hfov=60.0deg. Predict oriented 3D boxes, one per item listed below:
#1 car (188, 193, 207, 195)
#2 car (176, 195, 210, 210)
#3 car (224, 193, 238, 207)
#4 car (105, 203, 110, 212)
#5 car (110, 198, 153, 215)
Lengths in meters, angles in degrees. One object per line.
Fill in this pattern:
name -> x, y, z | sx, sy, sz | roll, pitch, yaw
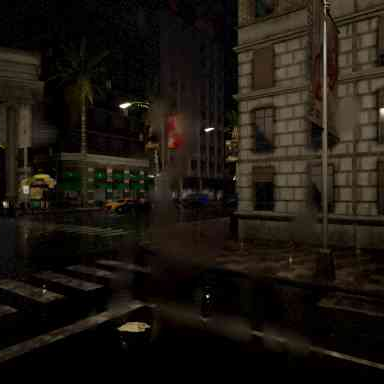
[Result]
car -> 0.361, 1.219, 48.835 | 2.150, 2.045, 5.566 | 0, 0, 39
car -> -0.062, 1.526, 42.496 | 1.812, 1.442, 4.674 | 0, 0, 37
car -> 7.274, 1.220, 51.324 | 5.566, 2.045, 2.150 | 0, 0, -44
car -> -7.647, 1.478, 38.093 | 1.882, 1.535, 5.008 | 0, 0, 37
car -> -5.964, 1.564, 34.465 | 1.994, 1.385, 4.181 | 0, 0, 36
